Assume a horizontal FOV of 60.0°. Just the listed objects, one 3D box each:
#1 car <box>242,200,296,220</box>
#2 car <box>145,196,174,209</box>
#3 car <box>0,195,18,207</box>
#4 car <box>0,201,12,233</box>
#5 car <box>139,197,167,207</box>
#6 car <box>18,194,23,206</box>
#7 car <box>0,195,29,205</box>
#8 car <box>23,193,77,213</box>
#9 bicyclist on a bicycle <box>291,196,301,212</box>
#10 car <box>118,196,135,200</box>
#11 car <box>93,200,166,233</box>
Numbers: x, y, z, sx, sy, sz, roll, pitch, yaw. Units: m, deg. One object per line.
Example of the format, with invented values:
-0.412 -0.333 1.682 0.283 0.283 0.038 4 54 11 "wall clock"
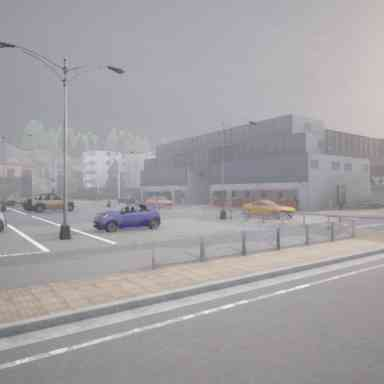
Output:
6.441 1.461 28.093 1.882 1.535 5.008 0 0 -35 "car"
-4.155 1.335 43.232 2.097 1.767 4.553 0 0 -35 "car"
-23.532 1.153 46.355 5.027 1.636 2.152 0 0 -35 "car"
-11.415 1.384 16.620 3.806 1.475 1.970 0 0 -35 "car"
-6.226 1.530 52.527 2.033 1.411 5.357 0 0 -35 "car"
-16.188 1.076 35.878 3.866 1.878 1.905 0 0 -35 "car"
-27.480 1.232 51.424 3.806 1.475 1.970 0 0 -35 "car"
-14.182 1.097 33.735 4.605 1.855 1.932 0 0 -35 "car"
10.848 1.283 34.843 1.656 1.620 0.582 0 0 -35 "bicyclist on a bicycle"
-11.961 1.487 60.624 1.837 1.490 4.892 0 0 -35 "car"
-3.628 1.373 18.439 3.633 1.501 1.845 0 0 -35 "car"
